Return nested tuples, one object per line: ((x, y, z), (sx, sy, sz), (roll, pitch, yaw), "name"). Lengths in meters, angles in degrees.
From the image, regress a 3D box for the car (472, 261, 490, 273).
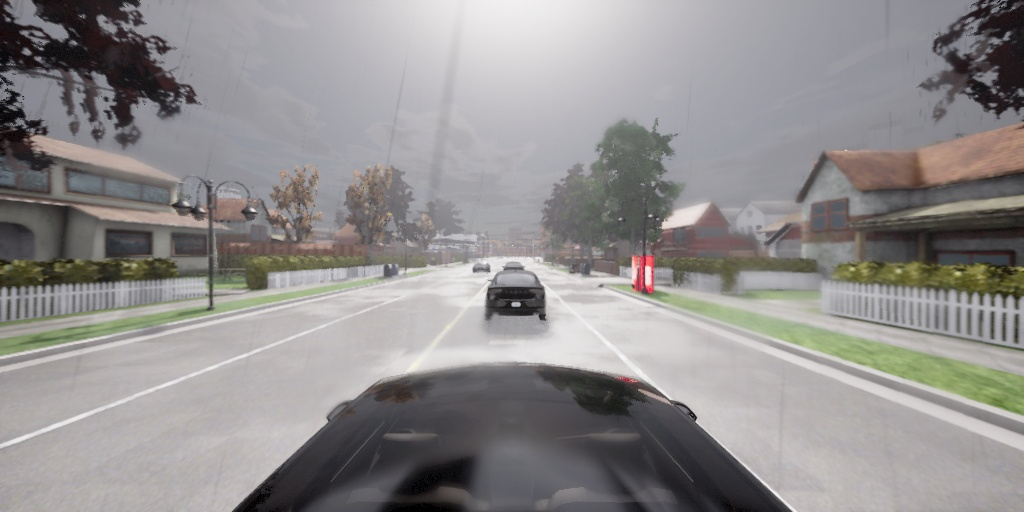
((-3.537, 1.299, 42.269), (1.994, 1.385, 4.181), (0, 0, 0), "car")

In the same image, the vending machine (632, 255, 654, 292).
((6.904, 0.946, 18.968), (1.100, 2.100, 0.880), (0, 0, 0), "vending machine")

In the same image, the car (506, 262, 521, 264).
((0.134, 1.250, 31.374), (1.837, 1.490, 4.892), (0, 0, 0), "car")

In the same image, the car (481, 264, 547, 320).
((0.115, 1.226, 12.684), (1.882, 1.535, 5.008), (0, 0, 0), "car")
